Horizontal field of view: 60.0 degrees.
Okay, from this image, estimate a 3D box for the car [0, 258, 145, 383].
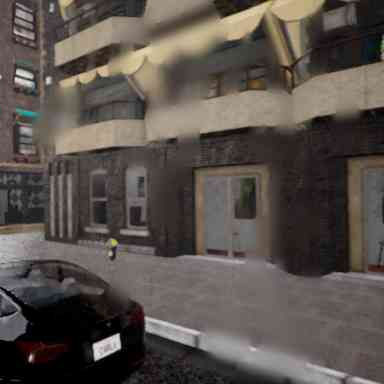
[{"bbox_3d":[-2.540,1.603,4.549,4.313,1.339,1.947,-1,-1,36],"label":"car"}]
